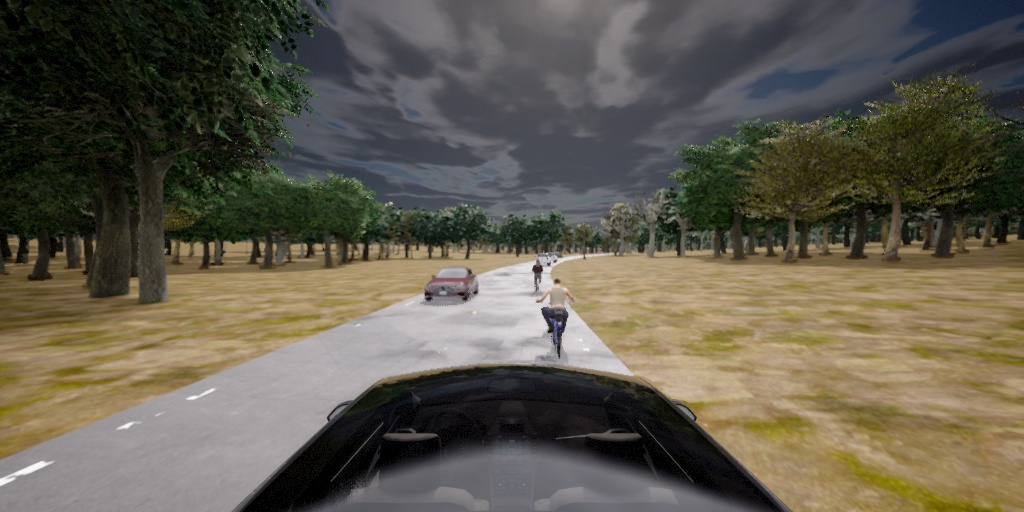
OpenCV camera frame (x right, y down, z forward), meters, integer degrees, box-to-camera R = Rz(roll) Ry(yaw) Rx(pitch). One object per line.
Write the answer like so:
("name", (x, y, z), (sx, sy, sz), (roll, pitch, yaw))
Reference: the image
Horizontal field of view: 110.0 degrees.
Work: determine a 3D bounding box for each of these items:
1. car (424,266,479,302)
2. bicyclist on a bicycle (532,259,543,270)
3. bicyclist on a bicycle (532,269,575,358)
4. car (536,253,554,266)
("car", (-2.666, 1.221, 16.755), (1.812, 1.442, 4.674), (0, 0, 3))
("bicyclist on a bicycle", (1.383, 1.057, 19.272), (0.659, 1.776, 1.843), (0, 1, 3))
("bicyclist on a bicycle", (0.922, 1.175, 7.465), (0.866, 1.612, 1.509), (0, 0, 1))
("car", (5.253, 0.545, 59.363), (2.150, 2.045, 5.566), (0, 1, 10))
